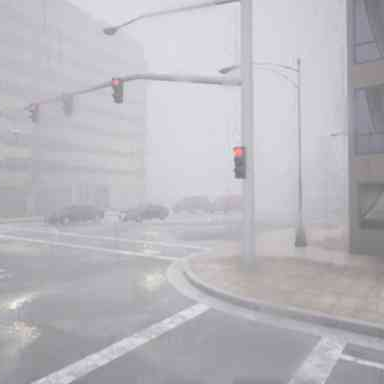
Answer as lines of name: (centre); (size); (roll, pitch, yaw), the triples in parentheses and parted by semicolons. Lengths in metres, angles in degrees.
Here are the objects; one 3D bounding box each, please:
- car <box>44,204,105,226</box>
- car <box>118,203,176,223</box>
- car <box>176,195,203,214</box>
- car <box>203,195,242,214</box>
car: (-9.148, 1.741, 26.196); (1.837, 1.490, 4.892); (-1, 0, 35)
car: (-3.925, 1.690, 27.546); (2.128, 1.511, 4.902); (-1, 0, 35)
car: (0.002, 1.451, 39.219); (2.150, 2.045, 5.566); (-1, 0, 35)
car: (4.039, 1.409, 38.824); (2.150, 2.045, 5.566); (-1, 1, 38)
